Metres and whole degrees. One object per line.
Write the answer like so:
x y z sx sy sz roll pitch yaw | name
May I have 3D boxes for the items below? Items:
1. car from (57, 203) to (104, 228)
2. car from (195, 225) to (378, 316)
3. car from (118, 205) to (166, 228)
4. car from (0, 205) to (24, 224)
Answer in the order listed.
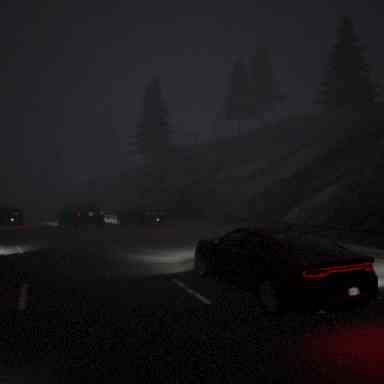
-8.139 1.559 24.045 2.097 1.767 4.553 0 0 -39 | car
1.711 1.500 7.767 1.882 1.535 5.008 0 0 -23 | car
-3.710 1.654 24.052 2.128 1.511 4.902 0 0 -36 | car
-14.839 1.791 26.242 1.837 1.490 4.892 0 0 -43 | car
